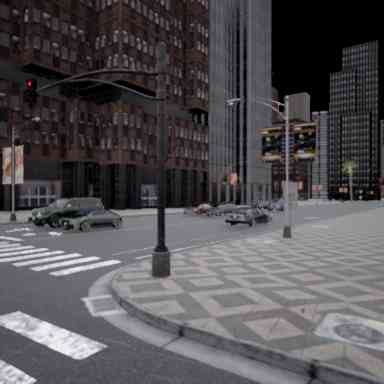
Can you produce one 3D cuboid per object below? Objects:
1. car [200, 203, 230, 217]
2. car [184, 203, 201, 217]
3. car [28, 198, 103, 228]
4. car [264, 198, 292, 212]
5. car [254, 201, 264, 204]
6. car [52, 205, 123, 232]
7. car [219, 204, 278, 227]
[{"bbox_3d":[3.273,1.975,35.995,1.837,1.490,4.892,0,-1,35],"label":"car"},{"bbox_3d":[0.942,1.999,38.346,1.812,1.442,4.674,0,-1,35],"label":"car"},{"bbox_3d":[-8.927,1.444,24.322,2.150,2.045,5.566,0,0,35],"label":"car"},{"bbox_3d":[13.444,2.005,50.279,2.150,2.045,5.566,0,-1,35],"label":"car"},{"bbox_3d":[10.802,2.183,52.173,2.033,1.411,5.357,0,-1,35],"label":"car"},{"bbox_3d":[-6.599,1.786,21.981,1.994,1.385,4.181,0,-1,35],"label":"car"},{"bbox_3d":[4.563,1.925,26.218,2.033,1.411,5.357,0,-1,35],"label":"car"}]
